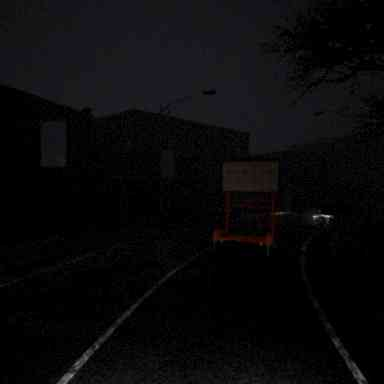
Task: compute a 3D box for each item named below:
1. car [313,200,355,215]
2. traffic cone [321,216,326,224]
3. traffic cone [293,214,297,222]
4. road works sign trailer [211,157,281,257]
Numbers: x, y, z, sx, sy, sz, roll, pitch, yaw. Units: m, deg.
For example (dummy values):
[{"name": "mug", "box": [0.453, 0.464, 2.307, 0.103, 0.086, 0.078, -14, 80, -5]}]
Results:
[{"name": "car", "box": [15.022, 1.605, 34.958, 5.357, 1.411, 2.033, 1, 1, -35]}, {"name": "traffic cone", "box": [9.525, 2.004, 24.053, 0.340, 0.580, 0.340, 1, 0, 27]}, {"name": "traffic cone", "box": [7.747, 1.966, 24.969, 0.340, 0.580, 0.340, 1, 0, 27]}, {"name": "road works sign trailer", "box": [2.333, 0.452, 13.164, 2.380, 3.560, 2.880, 1, 0, 26]}]
